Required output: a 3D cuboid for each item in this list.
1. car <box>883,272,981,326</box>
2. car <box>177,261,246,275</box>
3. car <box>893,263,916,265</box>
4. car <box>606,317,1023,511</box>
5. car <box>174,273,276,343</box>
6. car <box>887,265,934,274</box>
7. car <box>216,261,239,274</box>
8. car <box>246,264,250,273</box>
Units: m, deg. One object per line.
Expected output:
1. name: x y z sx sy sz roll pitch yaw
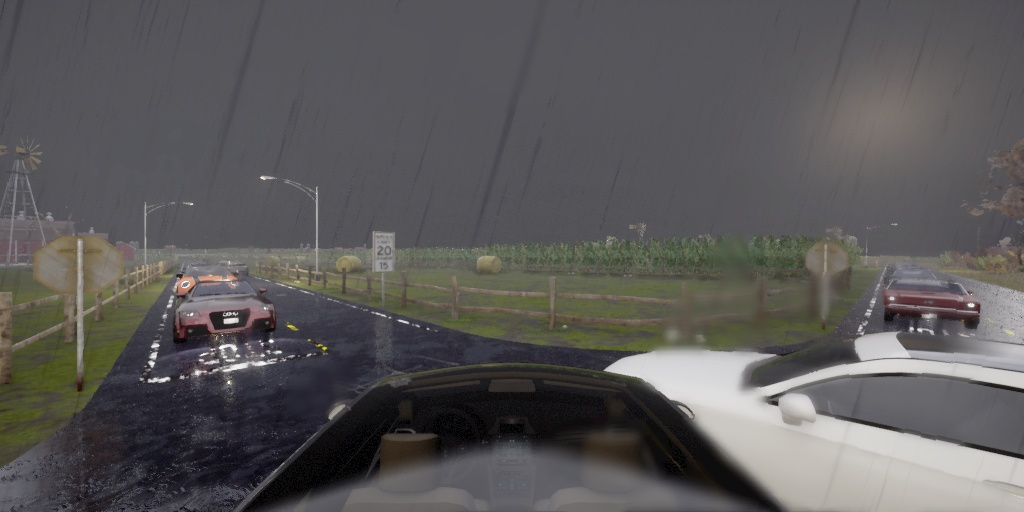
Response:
1. car: 13.412 1.398 11.651 4.718 1.301 1.895 0 1 -44
2. car: -13.869 1.148 16.401 2.097 1.767 4.553 0 0 -42
3. car: 27.122 1.402 24.600 4.181 1.385 1.994 0 1 -43
4. car: 2.819 1.293 2.489 1.812 1.442 4.674 0 1 -44
5. car: -8.031 1.359 9.973 1.994 1.385 4.181 0 0 -43
6. car: 20.427 1.364 18.282 5.357 1.411 2.033 0 1 -43
7. car: -34.107 1.325 42.897 1.837 1.490 4.892 0 0 -42
8. car: -27.316 1.300 35.504 2.128 1.511 4.902 0 0 -42
